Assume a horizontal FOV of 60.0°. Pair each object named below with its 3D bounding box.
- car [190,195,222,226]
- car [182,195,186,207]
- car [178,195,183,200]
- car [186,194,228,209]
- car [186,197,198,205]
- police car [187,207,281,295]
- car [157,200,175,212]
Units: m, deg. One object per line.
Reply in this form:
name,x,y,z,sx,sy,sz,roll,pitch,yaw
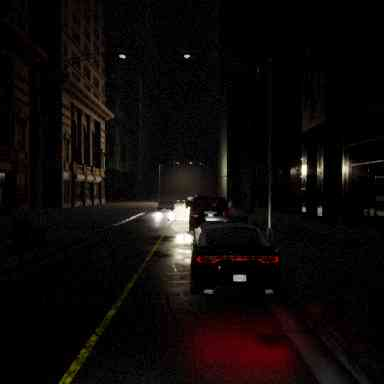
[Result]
car,0.922,1.234,24.797,2.150,2.045,5.566,0,0,0
car,0.057,1.509,46.180,2.128,1.511,4.902,0,0,0
car,-2.912,1.492,91.447,1.882,1.535,5.008,0,0,0
car,0.917,1.230,18.796,2.150,2.045,5.566,0,0,0
car,0.057,1.564,59.869,2.033,1.411,5.357,0,0,0
police car,0.906,1.425,8.876,1.930,1.638,5.238,0,0,0
car,-3.063,1.617,39.357,1.895,1.301,4.718,0,0,0
